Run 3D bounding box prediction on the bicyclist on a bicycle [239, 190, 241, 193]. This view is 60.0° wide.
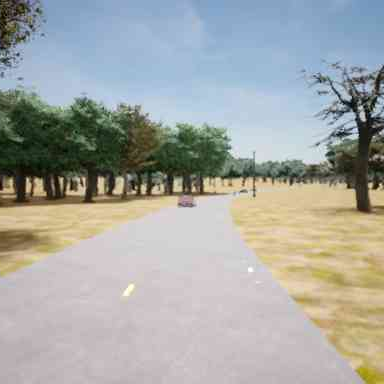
[{"bbox_3d":[12.396,0.081,87.694,0.866,1.612,1.509,1,1,15],"label":"bicyclist on a bicycle"}]

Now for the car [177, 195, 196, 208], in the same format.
[{"bbox_3d":[-0.621,1.079,40.196,1.812,1.442,4.674,0,1,7],"label":"car"}]

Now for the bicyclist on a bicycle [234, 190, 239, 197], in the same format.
[{"bbox_3d":[10.121,0.309,78.653,0.582,1.620,1.656,1,1,14],"label":"bicyclist on a bicycle"}]
